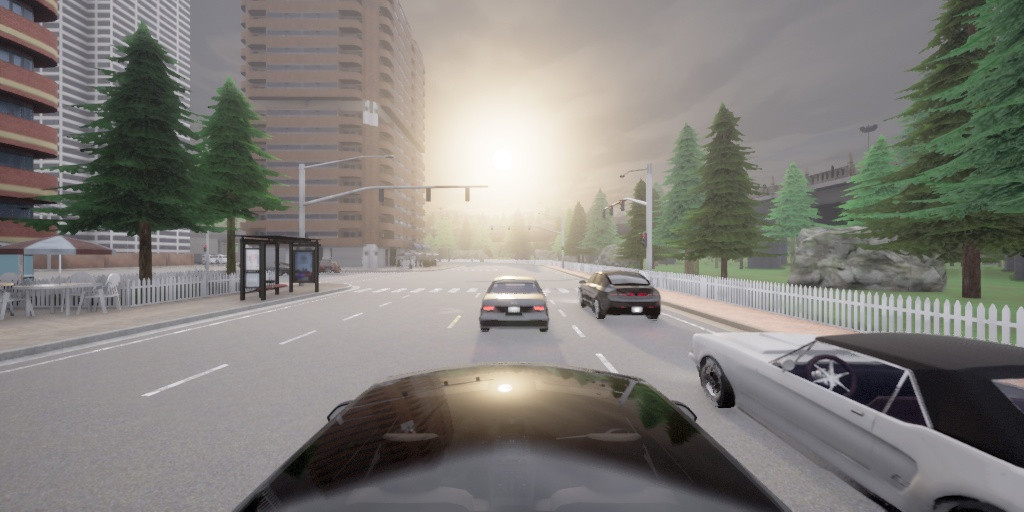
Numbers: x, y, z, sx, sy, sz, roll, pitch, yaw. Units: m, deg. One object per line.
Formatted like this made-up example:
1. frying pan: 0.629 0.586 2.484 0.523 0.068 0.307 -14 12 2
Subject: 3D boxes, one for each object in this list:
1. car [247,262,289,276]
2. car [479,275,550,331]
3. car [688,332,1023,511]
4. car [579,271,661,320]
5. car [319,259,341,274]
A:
1. car: -25.179 1.331 37.719 4.674 1.442 1.812 0 0 0
2. car: 0.085 1.298 10.919 2.033 1.411 5.357 0 0 1
3. car: 3.517 1.351 3.205 1.895 1.301 4.718 0 0 1
4. car: 3.573 1.256 12.586 1.837 1.490 4.892 0 0 1
5. car: -22.267 1.158 41.264 4.553 1.767 2.097 0 0 -1
